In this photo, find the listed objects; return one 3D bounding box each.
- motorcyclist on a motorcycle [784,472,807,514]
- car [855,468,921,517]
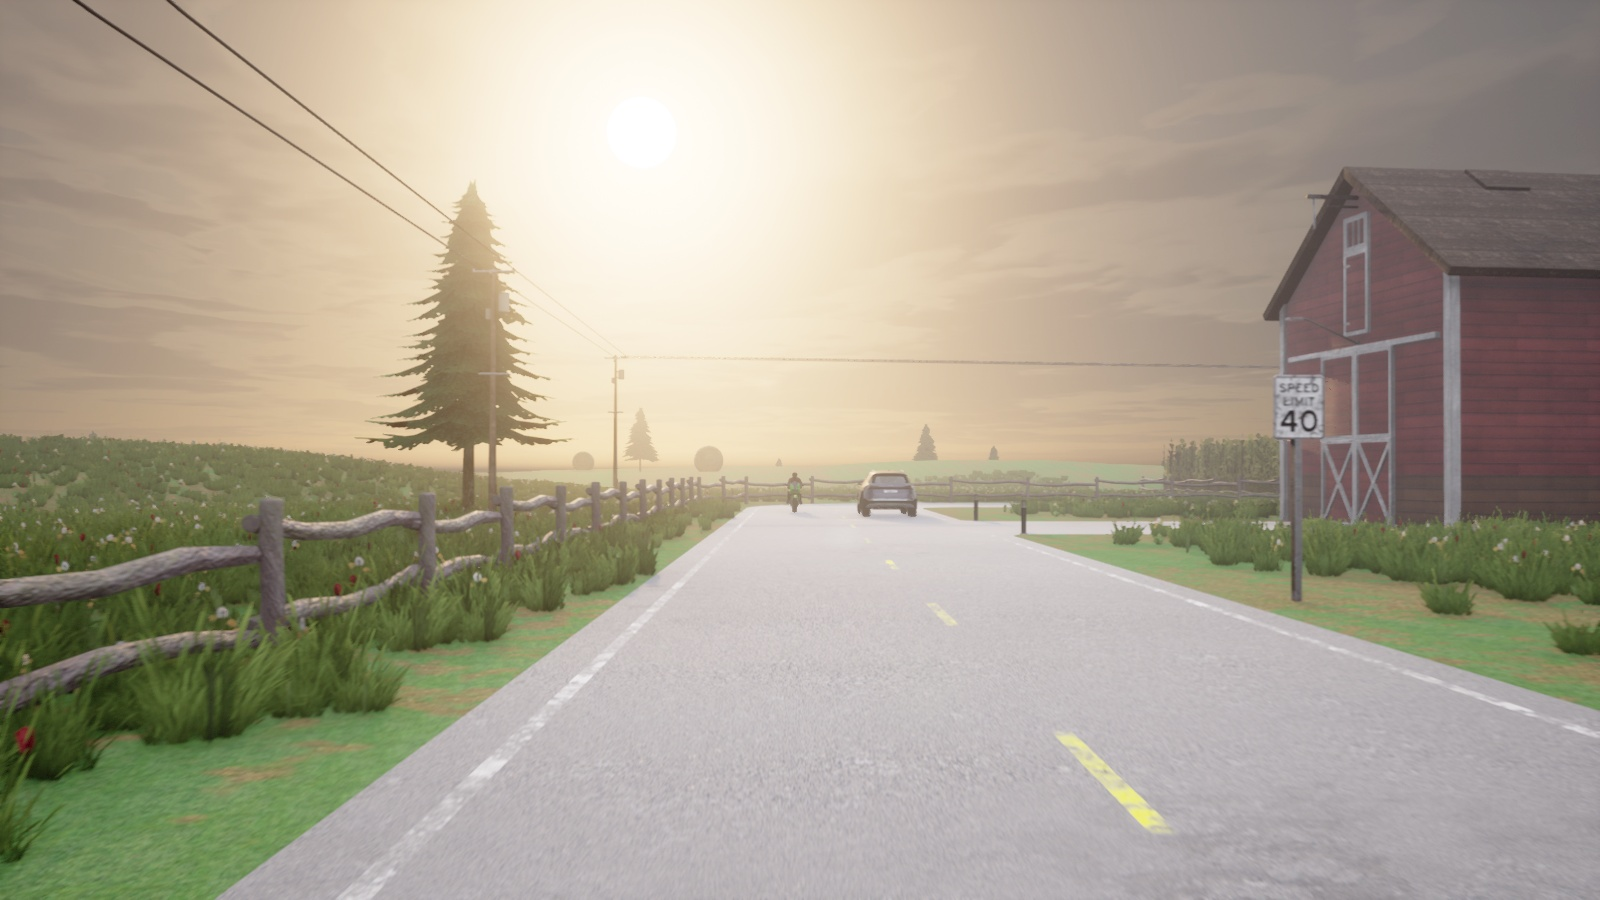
[{"bbox_3d":[-0.186,1.582,46.857,0.797,1.523,2.044,0,-1,-2],"label":"motorcyclist on a motorcycle"},{"bbox_3d":[3.089,1.487,45.106,2.033,1.649,4.856,0,-1,0],"label":"car"}]
